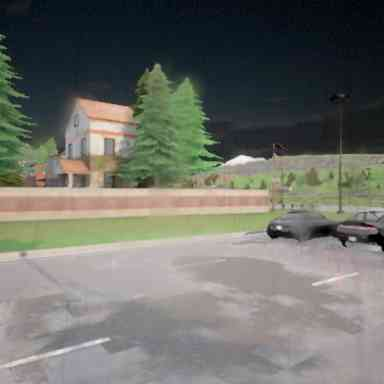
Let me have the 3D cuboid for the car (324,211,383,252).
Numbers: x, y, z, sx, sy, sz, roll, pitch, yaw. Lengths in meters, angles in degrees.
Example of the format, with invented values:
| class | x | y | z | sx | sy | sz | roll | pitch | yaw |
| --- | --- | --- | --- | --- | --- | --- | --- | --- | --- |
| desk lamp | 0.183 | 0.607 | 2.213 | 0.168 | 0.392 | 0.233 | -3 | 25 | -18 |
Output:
| class | x | y | z | sx | sy | sz | roll | pitch | yaw |
| --- | --- | --- | --- | --- | --- | --- | --- | --- | --- |
| car | 7.953 | 1.538 | 13.758 | 4.902 | 1.511 | 2.128 | 0 | 0 | -35 |

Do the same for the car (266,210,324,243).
| class | x | y | z | sx | sy | sz | roll | pitch | yaw |
| --- | --- | --- | --- | --- | --- | --- | --- | --- | --- |
| car | 5.637 | 1.609 | 16.407 | 4.181 | 1.385 | 1.994 | 0 | 0 | -35 |

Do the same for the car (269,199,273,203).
| class | x | y | z | sx | sy | sz | roll | pitch | yaw |
| --- | --- | --- | --- | --- | --- | --- | --- | --- | --- |
| car | 14.441 | 1.666 | 67.865 | 1.837 | 1.490 | 4.892 | 0 | 0 | -36 |
